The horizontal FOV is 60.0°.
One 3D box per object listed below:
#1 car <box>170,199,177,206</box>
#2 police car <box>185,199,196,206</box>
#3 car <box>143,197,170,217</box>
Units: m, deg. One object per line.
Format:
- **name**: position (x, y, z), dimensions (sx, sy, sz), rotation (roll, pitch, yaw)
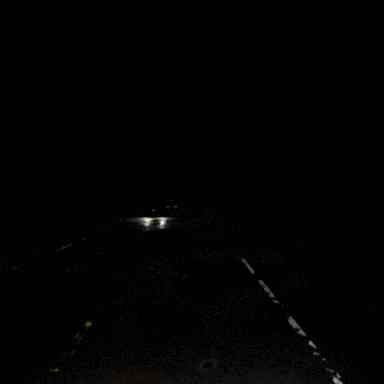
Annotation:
- **car**: position (-4.533, 2.333, 77.049), dimensions (1.882, 1.535, 5.008), rotation (0, -1, -1)
- **police car**: position (-0.035, 2.690, 85.324), dimensions (1.930, 1.638, 5.238), rotation (0, -1, -2)
- **car**: position (-3.832, 1.528, 35.672), dimensions (2.150, 2.045, 5.566), rotation (0, -1, -1)
